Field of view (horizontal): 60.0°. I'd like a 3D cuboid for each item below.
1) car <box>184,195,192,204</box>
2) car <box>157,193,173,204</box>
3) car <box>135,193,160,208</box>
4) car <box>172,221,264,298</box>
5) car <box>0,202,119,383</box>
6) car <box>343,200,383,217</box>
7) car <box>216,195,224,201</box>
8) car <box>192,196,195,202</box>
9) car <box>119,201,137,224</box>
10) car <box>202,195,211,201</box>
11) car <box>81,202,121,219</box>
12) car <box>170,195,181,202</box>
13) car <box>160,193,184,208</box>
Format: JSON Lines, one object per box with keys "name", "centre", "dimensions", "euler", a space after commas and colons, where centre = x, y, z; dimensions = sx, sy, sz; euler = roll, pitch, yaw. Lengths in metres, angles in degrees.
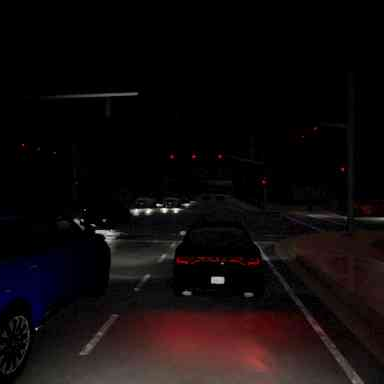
{"name": "car", "centre": [-1.652, 1.351, 62.931], "dimensions": [2.097, 1.767, 4.553], "euler": [0, 0, 5]}
{"name": "car", "centre": [-5.115, 1.220, 63.490], "dimensions": [2.150, 2.045, 5.566], "euler": [0, 0, 5]}
{"name": "car", "centre": [-6.512, 1.222, 47.129], "dimensions": [2.150, 2.045, 5.566], "euler": [0, 0, 5]}
{"name": "car", "centre": [0.654, 1.478, 8.615], "dimensions": [1.882, 1.535, 5.008], "euler": [0, 0, 4]}
{"name": "car", "centre": [-3.069, 1.221, 5.509], "dimensions": [2.150, 2.045, 5.566], "euler": [0, 0, 3]}
{"name": "car", "centre": [16.775, 1.478, 30.962], "dimensions": [5.008, 1.535, 1.882], "euler": [0, 0, 5]}
{"name": "car", "centre": [7.232, 1.553, 84.800], "dimensions": [1.994, 1.385, 4.181], "euler": [0, 0, 5]}
{"name": "car", "centre": [-0.414, 1.544, 77.272], "dimensions": [1.994, 1.385, 4.181], "euler": [0, 0, 5]}
{"name": "car", "centre": [-5.489, 1.547, 21.826], "dimensions": [2.033, 1.411, 5.357], "euler": [0, 0, 5]}
{"name": "car", "centre": [3.715, 1.524, 84.742], "dimensions": [1.812, 1.442, 4.674], "euler": [0, 0, 5]}
{"name": "car", "centre": [-8.118, 1.601, 30.293], "dimensions": [1.895, 1.301, 4.718], "euler": [0, 0, 7]}
{"name": "car", "centre": [-3.841, 1.467, 78.293], "dimensions": [1.882, 1.535, 5.008], "euler": [0, 0, 5]}
{"name": "car", "centre": [-2.850, 1.221, 48.951], "dimensions": [2.150, 2.045, 5.566], "euler": [0, 0, 5]}
